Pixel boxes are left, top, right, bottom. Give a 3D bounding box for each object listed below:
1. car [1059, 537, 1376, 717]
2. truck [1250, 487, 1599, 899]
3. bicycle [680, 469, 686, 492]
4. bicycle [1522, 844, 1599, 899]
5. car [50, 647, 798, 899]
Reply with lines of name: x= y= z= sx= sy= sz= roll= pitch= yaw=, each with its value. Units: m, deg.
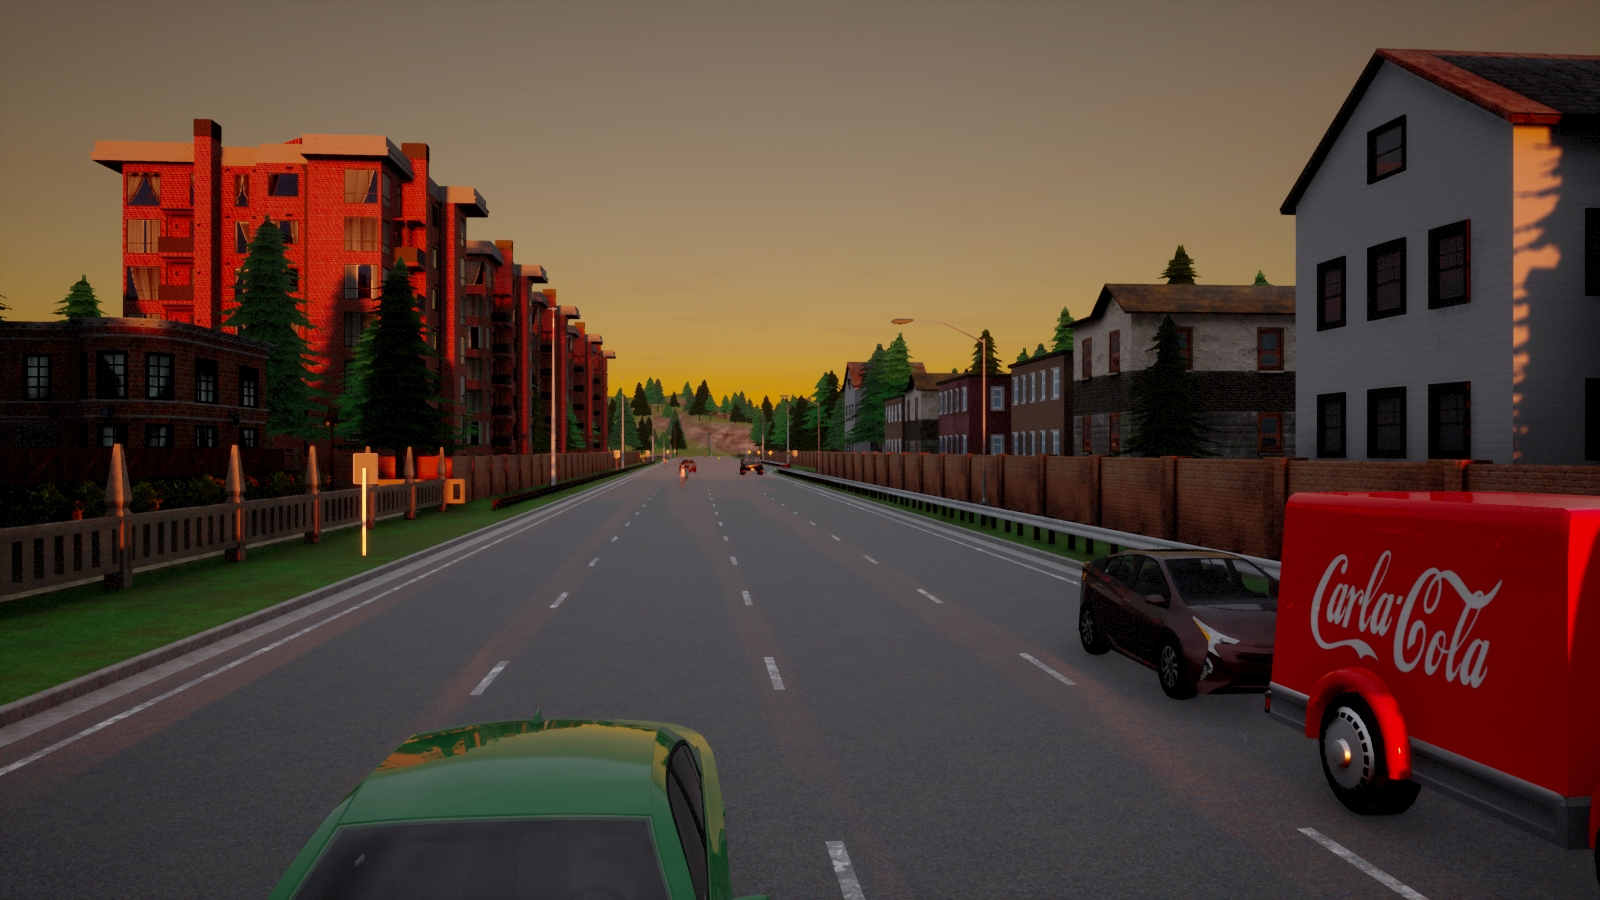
car: x=4.945 y=2.040 z=14.354 sx=2.007 sy=1.525 sz=4.514 roll=0 pitch=0 yaw=-5
truck: x=5.566 y=1.568 z=7.740 sx=2.627 sy=2.467 sz=5.204 roll=0 pitch=0 yaw=-5
bicycle: x=-7.949 y=2.056 z=77.566 sx=0.373 sy=1.496 sz=1.643 roll=0 pitch=0 yaw=-5
bicycle: x=2.623 y=2.056 z=2.959 sx=0.373 sy=1.496 sz=1.643 roll=0 pitch=0 yaw=-4
car: x=-1.202 y=2.034 z=4.748 sx=2.097 sy=1.535 sz=5.006 roll=0 pitch=0 yaw=-5
